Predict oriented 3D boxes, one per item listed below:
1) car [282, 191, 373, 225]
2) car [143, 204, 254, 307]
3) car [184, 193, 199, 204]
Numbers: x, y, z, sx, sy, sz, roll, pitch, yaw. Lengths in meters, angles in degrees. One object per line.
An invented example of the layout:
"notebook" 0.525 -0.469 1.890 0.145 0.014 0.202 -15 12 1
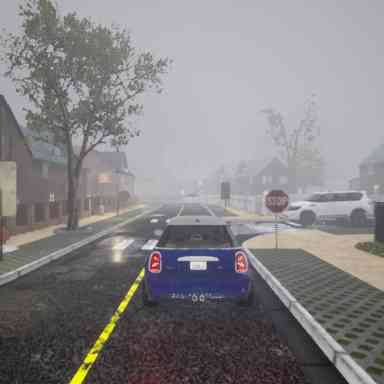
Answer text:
"car" 8.660 0.969 21.435 5.566 2.045 2.150 -2 0 -5
"car" 0.117 1.349 8.133 2.097 1.767 4.553 0 0 0
"car" -0.075 1.187 52.576 2.150 2.045 5.566 0 0 -4
